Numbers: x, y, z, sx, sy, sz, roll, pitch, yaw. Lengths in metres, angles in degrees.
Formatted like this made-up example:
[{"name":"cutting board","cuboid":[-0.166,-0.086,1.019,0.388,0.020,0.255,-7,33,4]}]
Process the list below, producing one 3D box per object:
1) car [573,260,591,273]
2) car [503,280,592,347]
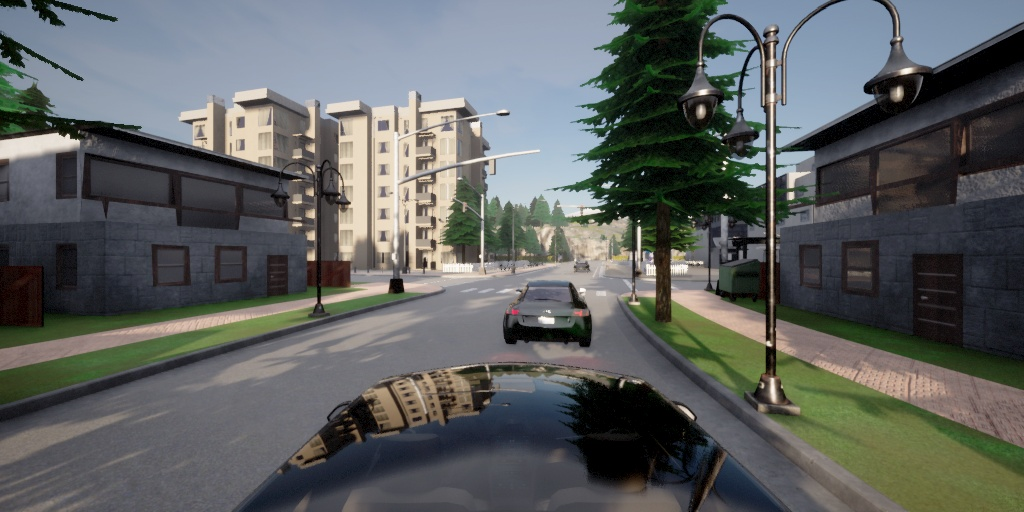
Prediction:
[{"name":"car","cuboid":[8.778,1.276,44.965,2.128,1.511,4.902,0,0,14]},{"name":"car","cuboid":[1.005,1.314,9.431,1.994,1.385,4.181,0,0,8]}]
